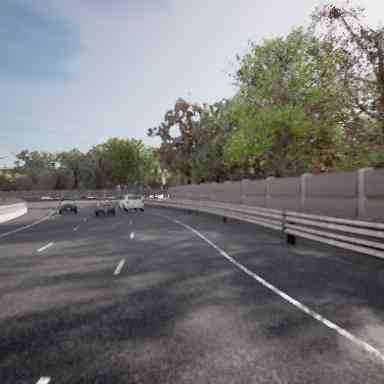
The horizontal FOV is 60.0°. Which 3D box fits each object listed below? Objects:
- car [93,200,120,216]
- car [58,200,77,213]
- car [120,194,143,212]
[{"bbox_3d":[-9.097,1.591,34.277,2.128,1.511,4.902,0,0,-19],"label":"car"},{"bbox_3d":[-14.548,1.686,39.047,1.812,1.442,4.674,0,0,-21],"label":"car"},{"bbox_3d":[-7.364,1.302,40.009,2.150,2.045,5.566,0,0,-21],"label":"car"}]
